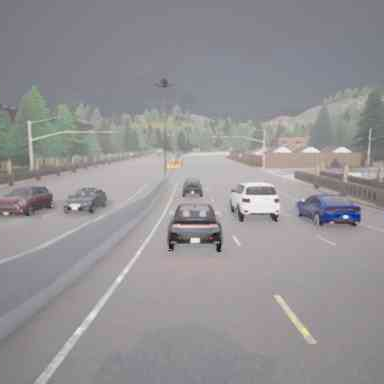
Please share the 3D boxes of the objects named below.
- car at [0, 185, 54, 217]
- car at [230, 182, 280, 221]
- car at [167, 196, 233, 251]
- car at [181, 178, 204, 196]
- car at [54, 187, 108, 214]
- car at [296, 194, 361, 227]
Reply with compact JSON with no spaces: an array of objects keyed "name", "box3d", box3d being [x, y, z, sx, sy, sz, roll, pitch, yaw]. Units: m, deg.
[{"name":"car","box3d":[-10.520,0.450,21.021,2.097,1.767,4.553,0,5,0]},{"name":"car","box3d":[3.591,0.431,19.676,2.150,2.045,5.566,0,4,0]},{"name":"car","box3d":[0.098,1.164,12.614,2.128,1.511,4.902,0,3,0]},{"name":"car","box3d":[0.038,-0.519,31.418,1.837,1.490,4.892,0,7,0]},{"name":"car","box3d":[-7.007,0.501,22.258,2.128,1.511,4.902,0,5,0]},{"name":"car","box3d":[7.094,0.836,17.812,1.882,1.535,5.008,0,4,0]}]
